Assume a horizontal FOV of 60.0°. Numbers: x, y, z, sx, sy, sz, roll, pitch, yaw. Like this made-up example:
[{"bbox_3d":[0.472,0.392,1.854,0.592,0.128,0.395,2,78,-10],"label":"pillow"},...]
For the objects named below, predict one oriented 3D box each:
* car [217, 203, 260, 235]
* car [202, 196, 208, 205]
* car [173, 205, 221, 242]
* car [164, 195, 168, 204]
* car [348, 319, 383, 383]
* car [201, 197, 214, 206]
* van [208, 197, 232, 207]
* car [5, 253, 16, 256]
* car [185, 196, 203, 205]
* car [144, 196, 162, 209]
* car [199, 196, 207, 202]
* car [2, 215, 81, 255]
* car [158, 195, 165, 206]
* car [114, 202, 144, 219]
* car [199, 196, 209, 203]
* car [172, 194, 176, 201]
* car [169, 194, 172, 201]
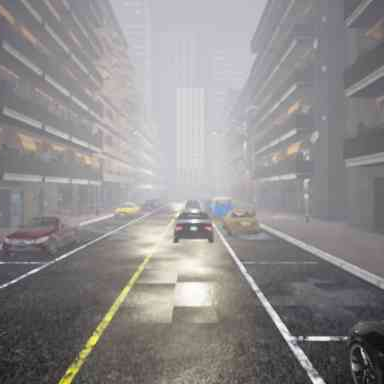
[{"bbox_3d":[2.672,1.547,18.860,1.752,1.417,4.829,0,0,0],"label":"car"},{"bbox_3d":[2.655,1.617,51.830,2.008,1.369,4.403,-1,0,0],"label":"car"},{"bbox_3d":[0.078,1.566,16.283,2.033,1.411,5.357,0,0,0],"label":"car"},{"bbox_3d":[-5.729,1.619,57.363,1.887,1.381,4.507,0,0,0],"label":"car"},{"bbox_3d":[2.682,1.568,2.120,1.947,1.339,4.313,0,0,0],"label":"car"},{"bbox_3d":[2.652,1.626,57.354,2.008,1.369,4.403,-1,0,0],"label":"car"},{"bbox_3d":[2.665,1.376,29.738,1.690,1.788,3.998,-1,0,0],"label":"van"},{"bbox_3d":[-3.099,1.493,1.453,2.128,1.511,4.902,0,0,0],"label":"car"},{"bbox_3d":[0.075,1.622,46.328,1.994,1.385,4.181,0,0,0],"label":"car"},{"bbox_3d":[-5.723,1.624,46.315,1.947,1.339,4.313,0,0,0],"label":"car"},{"bbox_3d":[2.640,1.637,79.618,1.752,1.417,4.829,-1,0,0],"label":"car"},{"bbox_3d":[-5.705,1.596,13.175,1.802,1.307,4.206,0,0,0],"label":"car"},{"bbox_3d":[-5.726,1.611,51.839,1.887,1.381,4.507,0,0,0],"label":"car"},{"bbox_3d":[-5.715,1.560,29.576,1.752,1.417,4.829,0,0,0],"label":"car"},{"bbox_3d":[2.643,1.652,73.924,2.008,1.369,4.403,-1,0,0],"label":"car"},{"bbox_3d":[-5.743,1.686,84.981,1.947,1.339,4.313,-1,0,0],"label":"car"},{"bbox_3d":[-5.736,1.532,68.410,1.967,1.590,4.097,-1,0,0],"label":"car"}]
